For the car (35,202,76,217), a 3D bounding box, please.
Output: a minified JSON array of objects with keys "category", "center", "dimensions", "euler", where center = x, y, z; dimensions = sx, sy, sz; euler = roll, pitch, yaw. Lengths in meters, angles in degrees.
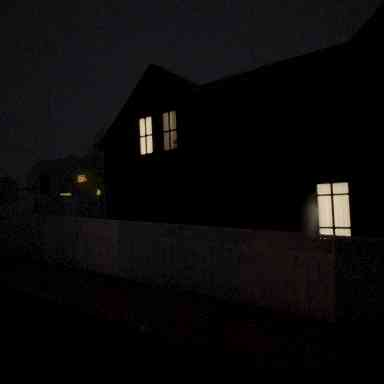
[{"category":"car","center":[-10.314,1.411,23.186],"dimensions":[1.882,1.535,5.008],"euler":[-3,-1,23]}]
